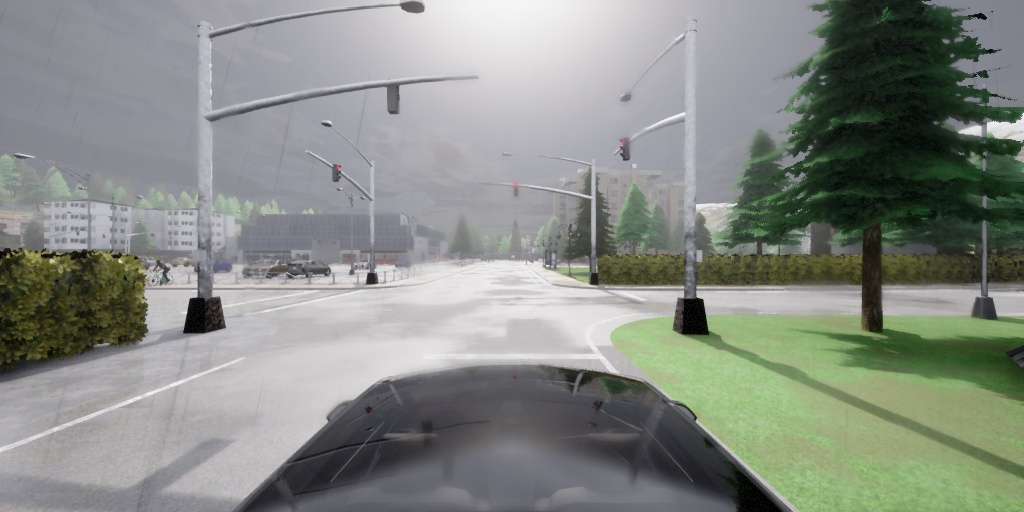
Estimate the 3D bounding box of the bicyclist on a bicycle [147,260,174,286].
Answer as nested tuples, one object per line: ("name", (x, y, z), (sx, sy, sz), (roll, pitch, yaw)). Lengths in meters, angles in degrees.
("bicyclist on a bicycle", (-21.761, 1.051, 22.213), (0.582, 1.620, 1.656), (0, 0, 1))
